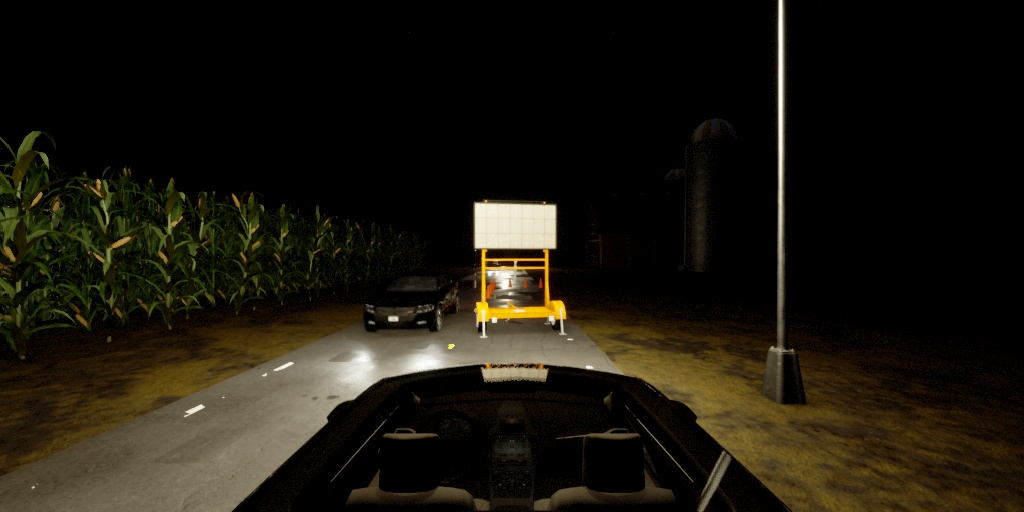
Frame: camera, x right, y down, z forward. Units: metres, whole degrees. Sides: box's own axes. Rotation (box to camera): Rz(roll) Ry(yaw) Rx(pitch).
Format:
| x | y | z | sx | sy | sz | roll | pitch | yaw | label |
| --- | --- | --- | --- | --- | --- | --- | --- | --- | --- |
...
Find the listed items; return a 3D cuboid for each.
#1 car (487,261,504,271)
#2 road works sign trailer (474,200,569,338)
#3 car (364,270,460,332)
| x | y | z | sx | sy | sz | roll | pitch | yaw | label |
| --- | --- | --- | --- | --- | --- | --- | --- | --- | --- |
| -2.749 | 1.462 | 54.125 | 2.128 | 1.511 | 4.902 | 0 | 0 | 0 | car |
| 0.076 | 0.219 | 10.317 | 2.380 | 3.560 | 2.880 | 0 | 0 | -9 | road works sign trailer |
| -2.827 | 1.233 | 11.075 | 1.882 | 1.535 | 5.008 | 0 | 0 | 0 | car |
